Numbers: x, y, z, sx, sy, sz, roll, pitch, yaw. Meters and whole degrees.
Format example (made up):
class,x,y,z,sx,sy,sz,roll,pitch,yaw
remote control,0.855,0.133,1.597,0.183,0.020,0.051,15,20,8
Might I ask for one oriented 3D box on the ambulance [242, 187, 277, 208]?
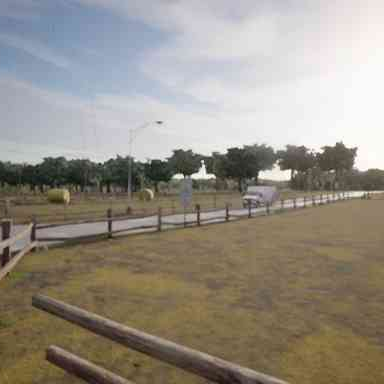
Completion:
class,x,y,z,sx,sy,sz,roll,pitch,yaw
ambulance,8.457,0.577,41.865,2.351,2.431,6.366,3,3,35
